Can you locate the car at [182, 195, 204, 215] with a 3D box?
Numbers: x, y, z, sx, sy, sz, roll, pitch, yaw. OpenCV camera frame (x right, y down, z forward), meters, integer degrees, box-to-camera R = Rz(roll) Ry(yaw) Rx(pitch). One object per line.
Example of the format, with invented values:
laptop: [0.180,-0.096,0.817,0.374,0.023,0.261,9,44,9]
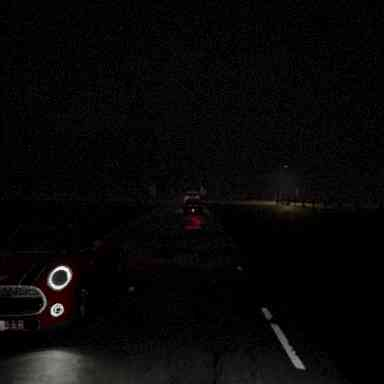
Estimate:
car: [0.089,1.351,31.867,1.837,1.490,4.892,0,0,0]

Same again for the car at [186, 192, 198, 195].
car: [0.010,0.988,46.315,2.150,2.045,5.566,0,0,0]

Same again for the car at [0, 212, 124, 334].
car: [-2.853,1.322,7.013,2.097,1.767,4.553,0,0,-1]
